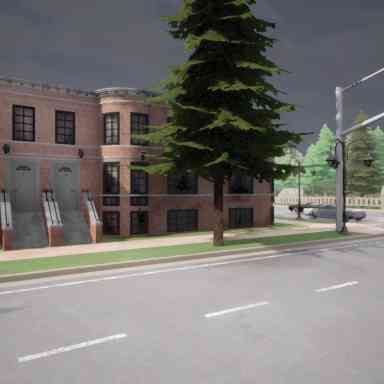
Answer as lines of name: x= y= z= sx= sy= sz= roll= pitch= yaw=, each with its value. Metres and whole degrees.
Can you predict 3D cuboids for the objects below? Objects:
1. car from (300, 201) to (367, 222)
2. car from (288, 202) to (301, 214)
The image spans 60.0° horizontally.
car: x=11.425 y=1.601 z=26.734 sx=1.895 sy=1.301 sz=4.718 roll=0 pitch=0 yaw=-30
car: x=11.921 y=1.601 z=32.863 sx=1.895 sy=1.301 sz=4.718 roll=0 pitch=0 yaw=-30
